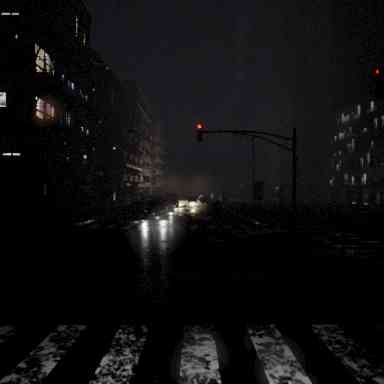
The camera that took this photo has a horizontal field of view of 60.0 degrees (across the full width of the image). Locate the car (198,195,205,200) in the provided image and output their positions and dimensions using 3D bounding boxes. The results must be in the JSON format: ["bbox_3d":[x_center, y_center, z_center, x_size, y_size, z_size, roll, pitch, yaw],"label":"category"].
[{"bbox_3d":[2.667,1.534,92.027,1.752,1.417,4.829,-1,0,0],"label":"car"}]

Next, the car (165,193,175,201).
[{"bbox_3d":[-5.685,1.321,86.152,2.192,1.841,5.009,-1,0,0],"label":"car"}]

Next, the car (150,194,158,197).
[{"bbox_3d":[-5.693,1.436,40.961,1.967,1.590,4.097,-1,0,0],"label":"car"}]

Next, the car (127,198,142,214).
[{"bbox_3d":[-5.693,1.540,35.312,1.887,1.381,4.507,-1,0,0],"label":"car"}]

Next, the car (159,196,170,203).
[{"bbox_3d":[-5.685,1.583,69.206,1.802,1.307,4.206,-1,0,0],"label":"car"}]

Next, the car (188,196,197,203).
[{"bbox_3d":[0.118,1.549,69.735,2.033,1.411,5.357,0,0,0],"label":"car"}]

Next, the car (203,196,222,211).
[{"bbox_3d":[2.655,1.540,41.016,1.887,1.381,4.507,-1,0,0],"label":"car"}]

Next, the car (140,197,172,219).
[{"bbox_3d":[-3.093,1.500,29.281,1.837,1.490,4.892,0,0,0],"label":"car"}]

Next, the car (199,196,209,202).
[{"bbox_3d":[2.663,1.547,74.910,1.887,1.381,4.507,-1,0,0],"label":"car"}]

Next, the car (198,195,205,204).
[{"bbox_3d":[2.661,1.551,63.612,2.008,1.369,4.403,-1,0,0],"label":"car"}]

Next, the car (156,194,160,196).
[{"bbox_3d":[-5.693,1.312,52.259,2.192,1.841,5.009,-1,0,0],"label":"car"}]

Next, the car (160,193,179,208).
[{"bbox_3d":[-3.079,1.218,49.382,2.150,2.045,5.566,0,0,0],"label":"car"}]

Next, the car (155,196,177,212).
[{"bbox_3d":[-3.087,1.521,39.035,1.812,1.442,4.674,0,0,0],"label":"car"}]

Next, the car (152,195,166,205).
[{"bbox_3d":[-5.690,1.438,57.907,1.967,1.590,4.097,-1,0,0],"label":"car"}]
